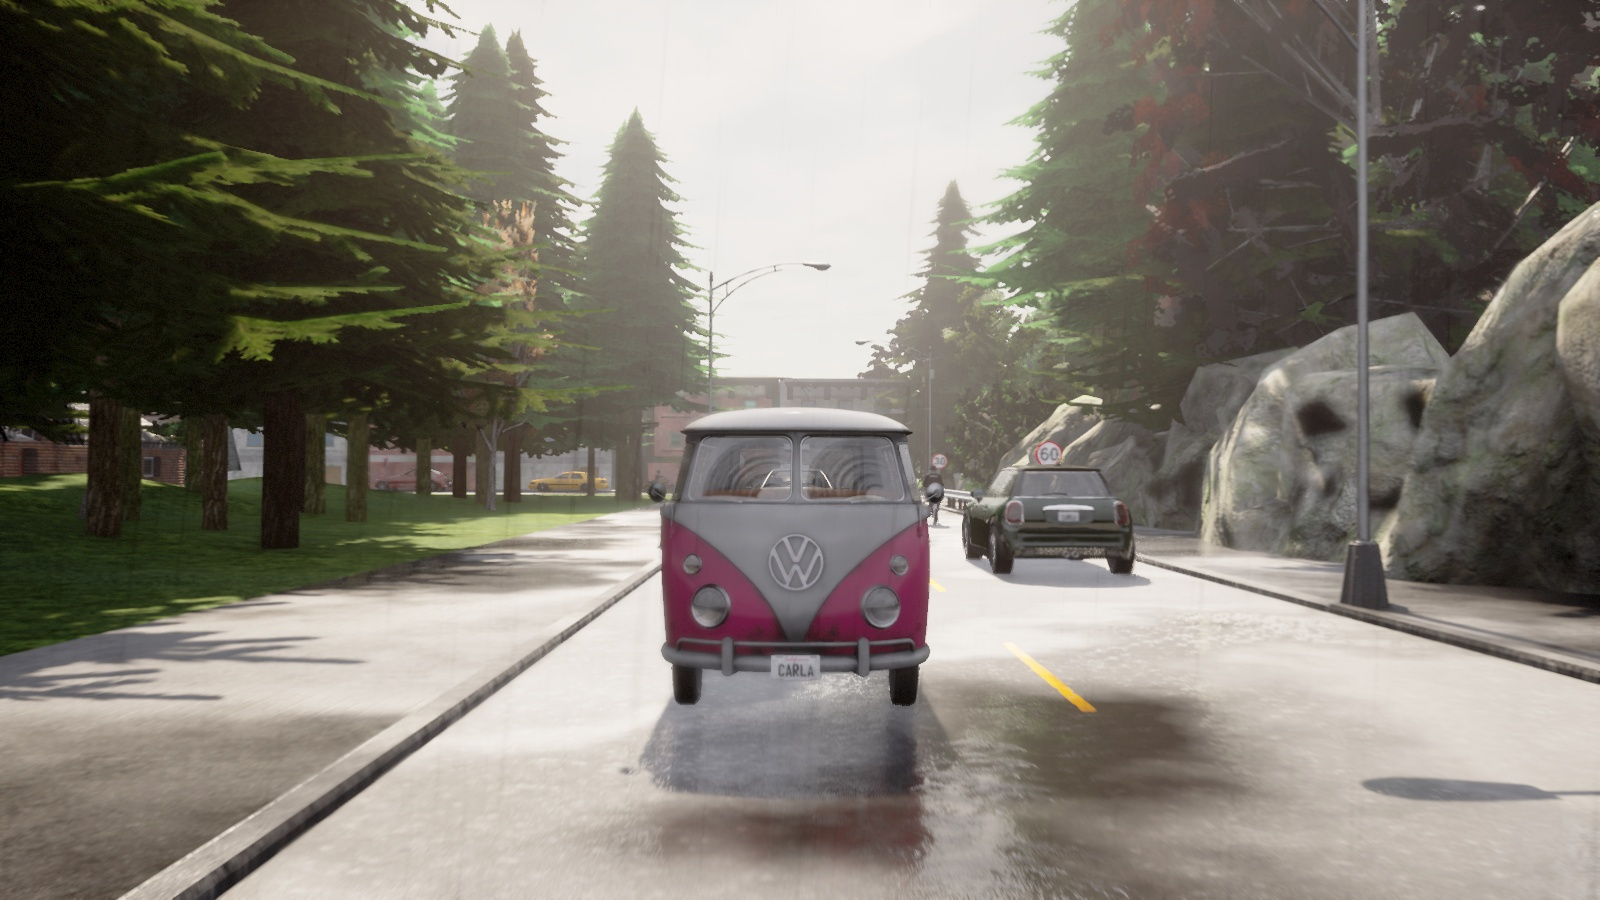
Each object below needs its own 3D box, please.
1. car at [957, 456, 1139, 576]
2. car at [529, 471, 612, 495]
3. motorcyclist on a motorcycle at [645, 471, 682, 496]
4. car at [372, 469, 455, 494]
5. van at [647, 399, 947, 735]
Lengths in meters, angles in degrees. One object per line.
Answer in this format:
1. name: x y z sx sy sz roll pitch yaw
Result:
1. car: 3.950 1.007 20.845 2.097 1.767 4.553 0 -1 0
2. car: -15.662 2.255 85.784 5.366 1.575 1.801 0 -1 0
3. motorcyclist on a motorcycle: -8.887 2.169 81.755 2.350 1.649 0.766 0 -1 1
4. car: -26.340 2.134 85.760 5.027 1.651 2.152 0 -1 0
5. van: -0.024 0.729 9.698 1.775 1.987 4.442 0 -1 0
